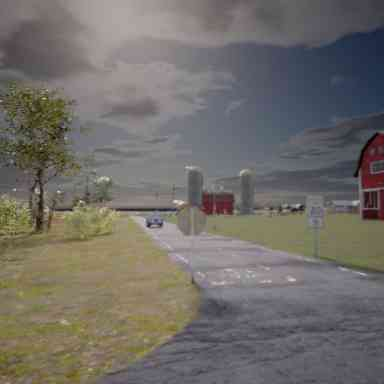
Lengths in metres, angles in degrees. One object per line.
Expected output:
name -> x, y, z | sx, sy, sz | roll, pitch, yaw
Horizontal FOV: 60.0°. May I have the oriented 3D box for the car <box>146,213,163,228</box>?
car -> -5.599, 4.241, 49.965 | 2.150, 2.045, 5.566 | 0, -4, -11
